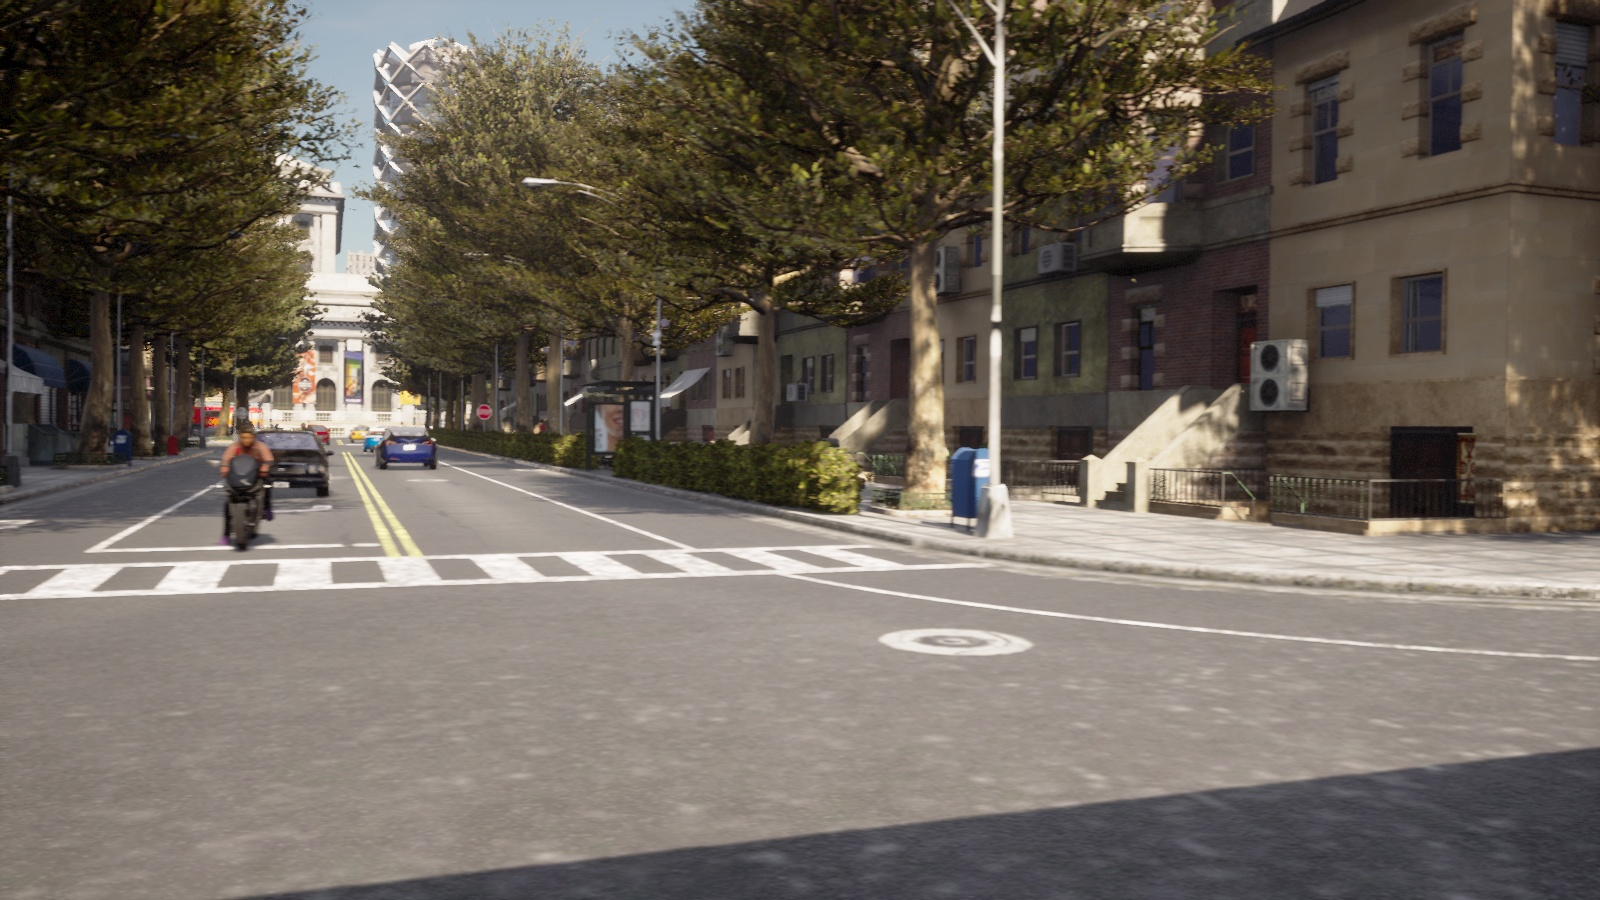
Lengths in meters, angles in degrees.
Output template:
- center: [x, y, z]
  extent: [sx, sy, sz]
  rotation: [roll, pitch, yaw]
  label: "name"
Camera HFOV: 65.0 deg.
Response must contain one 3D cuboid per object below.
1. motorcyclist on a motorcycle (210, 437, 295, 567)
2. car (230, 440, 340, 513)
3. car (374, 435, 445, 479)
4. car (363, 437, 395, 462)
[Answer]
- center: [-6.869, 0.597, 15.842]
  extent: [0.797, 1.523, 2.044]
  rotation: [-1, 1, -19]
  label: "motorcyclist on a motorcycle"
- center: [-11.367, 0.513, 27.977]
  extent: [2.033, 1.411, 5.357]
  rotation: [-1, 1, -21]
  label: "car"
- center: [-14.188, 0.212, 45.455]
  extent: [2.163, 1.488, 4.792]
  rotation: [-1, 1, -21]
  label: "car"
- center: [-23.562, -0.035, 70.222]
  extent: [1.481, 1.376, 2.207]
  rotation: [-1, 1, -23]
  label: "car"
